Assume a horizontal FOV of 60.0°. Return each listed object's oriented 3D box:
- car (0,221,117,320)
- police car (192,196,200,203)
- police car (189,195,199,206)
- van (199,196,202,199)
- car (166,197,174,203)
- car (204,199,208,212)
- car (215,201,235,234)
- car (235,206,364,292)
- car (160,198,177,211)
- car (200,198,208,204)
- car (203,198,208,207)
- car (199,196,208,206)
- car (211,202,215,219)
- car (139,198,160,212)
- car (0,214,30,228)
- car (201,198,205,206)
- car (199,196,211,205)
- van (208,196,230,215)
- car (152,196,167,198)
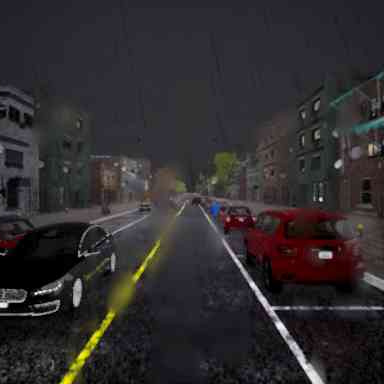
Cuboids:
[{"bbox_3d":[-3.085,1.547,7.855,1.837,1.490,4.892,0,1,0],"label":"car"},{"bbox_3d":[0.898,1.900,81.941,1.930,1.638,5.238,0,0,0],"label":"police car"},{"bbox_3d":[0.899,1.808,65.940,1.930,1.638,5.238,0,0,0],"label":"police car"},{"bbox_3d":[2.684,1.716,64.553,1.690,1.788,3.998,-1,0,0],"label":"van"},{"bbox_3d":[-5.694,2.047,86.743,1.887,1.381,4.507,-1,0,0],"label":"car"},{"bbox_3d":[2.687,1.760,36.810,1.887,1.381,4.507,-1,0,0],"label":"car"},{"bbox_3d":[2.685,1.559,20.166,1.967,1.590,4.097,-1,0,0],"label":"car"},{"bbox_3d":[2.684,1.369,9.070,2.192,1.841,5.009,-1,0,0],"label":"car"},{"bbox_3d":[-3.080,1.825,44.625,1.994,1.385,4.181,0,0,0],"label":"car"},{"bbox_3d":[2.686,2.020,75.648,1.802,1.307,4.206,-1,0,0],"label":"car"},{"bbox_3d":[2.686,1.829,42.358,1.802,1.307,4.206,-1,0,0],"label":"car"},{"bbox_3d":[2.686,1.925,59.003,1.802,1.307,4.206,-1,0,0],"label":"car"},{"bbox_3d":[2.687,1.733,25.713,1.802,1.307,4.206,-1,0,0],"label":"car"},{"bbox_3d":[-5.694,1.798,42.356,2.008,1.369,4.403,-1,0,0],"label":"car"},{"bbox_3d":[-5.695,1.494,9.067,1.967,1.590,4.097,-1,0,0],"label":"car"},{"bbox_3d":[2.687,1.861,47.907,1.802,1.307,4.206,-1,0,0],"label":"car"},{"bbox_3d":[2.684,1.722,70.101,2.192,1.841,5.009,-1,0,0],"label":"car"},{"bbox_3d":[2.684,1.524,31.263,1.690,1.788,3.998,-1,0,0],"label":"van"},{"bbox_3d":[-5.696,1.626,53.454,2.192,1.841,5.009,-1,0,0],"label":"car"}]
